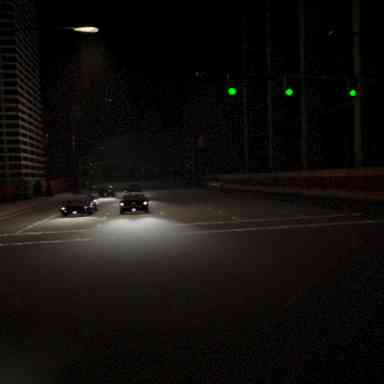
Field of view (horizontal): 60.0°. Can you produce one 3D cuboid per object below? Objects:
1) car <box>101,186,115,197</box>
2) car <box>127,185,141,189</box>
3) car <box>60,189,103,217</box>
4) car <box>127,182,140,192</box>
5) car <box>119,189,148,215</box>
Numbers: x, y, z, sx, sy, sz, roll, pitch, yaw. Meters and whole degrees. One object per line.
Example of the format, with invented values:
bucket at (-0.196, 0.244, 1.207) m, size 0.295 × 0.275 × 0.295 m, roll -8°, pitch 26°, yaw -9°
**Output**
car at (-11.516, -0.077, 45.152) m, size 2.128 × 1.511 × 4.902 m, roll -2°, pitch 3°, yaw -9°
car at (-6.746, 0.175, 38.044) m, size 1.895 × 1.301 × 4.718 m, roll -2°, pitch 2°, yaw -10°
car at (-7.714, 0.796, 23.150) m, size 2.033 × 1.411 × 5.357 m, roll -2°, pitch 3°, yaw -10°
car at (-9.768, -0.885, 55.914) m, size 1.994 × 1.385 × 4.181 m, roll -2°, pitch 2°, yaw -10°
car at (-4.031, 0.729, 22.994) m, size 1.895 × 1.301 × 4.718 m, roll -2°, pitch 3°, yaw -10°
